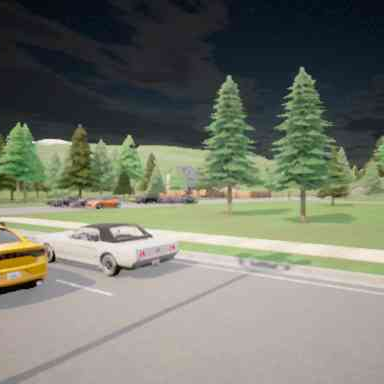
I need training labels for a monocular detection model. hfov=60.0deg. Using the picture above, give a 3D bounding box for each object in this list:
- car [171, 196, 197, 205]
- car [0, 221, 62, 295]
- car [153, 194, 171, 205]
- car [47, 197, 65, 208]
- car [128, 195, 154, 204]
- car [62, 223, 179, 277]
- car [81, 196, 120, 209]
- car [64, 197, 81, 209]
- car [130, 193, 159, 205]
[{"bbox_3d":[-1.041,1.495,58.259,1.837,1.490,4.892,0,-1,36],"label":"car"},{"bbox_3d":[-5.464,1.475,7.864,5.008,1.535,1.882,0,0,35],"label":"car"},{"bbox_3d":[-4.411,1.552,59.570,1.994,1.385,4.181,0,0,36],"label":"car"},{"bbox_3d":[-17.583,1.490,47.467,1.837,1.490,4.892,0,0,36],"label":"car"},{"bbox_3d":[-9.803,1.462,64.006,1.882,1.535,5.008,0,0,37],"label":"car"},{"bbox_3d":[-2.782,1.598,10.254,4.718,1.301,1.895,0,0,35],"label":"car"},{"bbox_3d":[-11.676,1.340,43.692,2.097,1.767,4.553,0,0,36],"label":"car"},{"bbox_3d":[-14.579,1.512,45.651,1.812,1.442,4.674,0,0,36],"label":"car"},{"bbox_3d":[-8.051,1.202,60.513,2.150,2.045,5.566,0,1,36],"label":"car"}]
